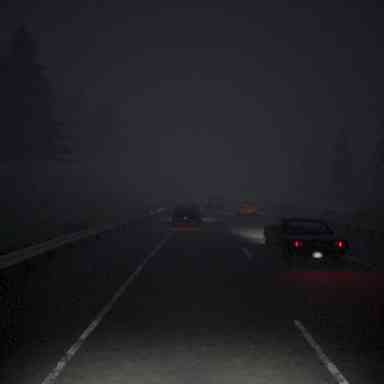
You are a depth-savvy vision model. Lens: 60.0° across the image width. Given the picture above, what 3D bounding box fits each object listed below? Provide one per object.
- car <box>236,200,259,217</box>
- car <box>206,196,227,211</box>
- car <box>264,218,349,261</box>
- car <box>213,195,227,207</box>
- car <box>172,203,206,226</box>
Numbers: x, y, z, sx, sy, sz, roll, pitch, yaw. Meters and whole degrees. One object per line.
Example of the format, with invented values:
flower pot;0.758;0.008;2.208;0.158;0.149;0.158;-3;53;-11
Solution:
car;5.405;1.548;32.449;1.882;1.535;5.008;0;0;6
car;2.986;1.442;42.997;2.097;1.767;4.553;0;0;9
car;3.932;1.629;12.368;1.895;1.301;4.718;0;0;2
car;4.727;1.468;55.218;2.097;1.767;4.553;0;0;9
car;-0.257;1.527;23.860;1.882;1.535;5.008;0;0;4
